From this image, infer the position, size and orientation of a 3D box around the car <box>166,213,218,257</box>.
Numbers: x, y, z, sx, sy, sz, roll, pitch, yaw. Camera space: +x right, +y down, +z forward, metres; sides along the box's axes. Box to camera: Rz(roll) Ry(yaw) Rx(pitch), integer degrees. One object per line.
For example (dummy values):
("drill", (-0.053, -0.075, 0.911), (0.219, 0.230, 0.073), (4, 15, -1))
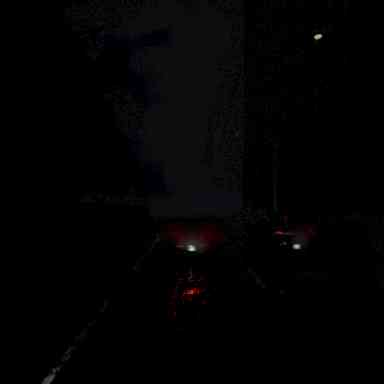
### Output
("car", (0.009, 1.636, 13.507), (1.837, 1.490, 4.892), (0, 0, 0))

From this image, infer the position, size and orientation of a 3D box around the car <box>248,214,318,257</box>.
("car", (3.509, 1.622, 13.511), (2.128, 1.511, 4.902), (0, 0, 0))

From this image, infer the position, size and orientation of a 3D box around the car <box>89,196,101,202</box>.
("car", (-26.659, 1.921, 91.736), (5.357, 1.411, 2.033), (1, 0, 44))
